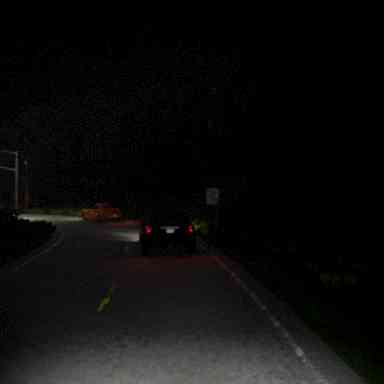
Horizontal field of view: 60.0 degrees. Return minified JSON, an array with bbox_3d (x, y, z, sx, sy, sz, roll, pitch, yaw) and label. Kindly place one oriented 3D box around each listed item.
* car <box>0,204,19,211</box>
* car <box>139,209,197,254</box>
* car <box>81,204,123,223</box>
[{"bbox_3d":[-19.706,1.881,33.130,5.357,1.411,2.033,0,-1,20],"label":"car"},{"bbox_3d":[-1.188,1.487,14.335,2.097,1.767,4.553,0,-1,-10],"label":"car"},{"bbox_3d":[-7.889,1.758,28.865,1.882,1.535,5.008,1,-1,-42],"label":"car"}]
